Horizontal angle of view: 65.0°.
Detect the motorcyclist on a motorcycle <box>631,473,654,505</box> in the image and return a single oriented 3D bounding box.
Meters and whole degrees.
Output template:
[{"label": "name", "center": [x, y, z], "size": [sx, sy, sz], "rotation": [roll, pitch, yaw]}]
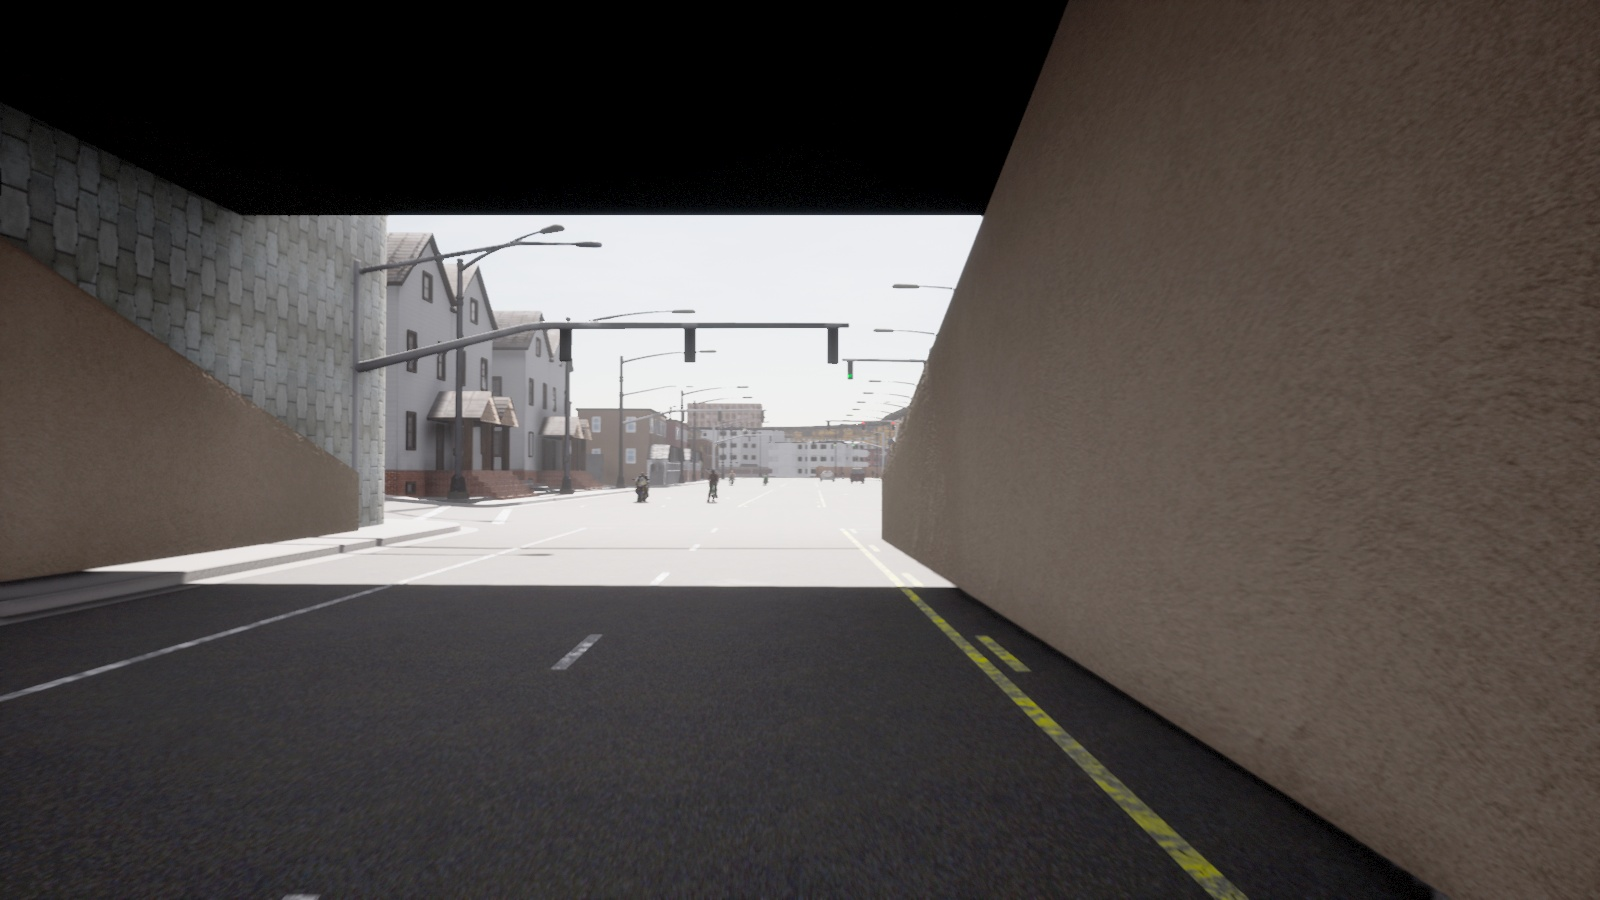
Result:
[{"label": "motorcyclist on a motorcycle", "center": [-7.753, 1.919, 61.767], "size": [0.866, 1.530, 2.191], "rotation": [0, -1, -1]}]
